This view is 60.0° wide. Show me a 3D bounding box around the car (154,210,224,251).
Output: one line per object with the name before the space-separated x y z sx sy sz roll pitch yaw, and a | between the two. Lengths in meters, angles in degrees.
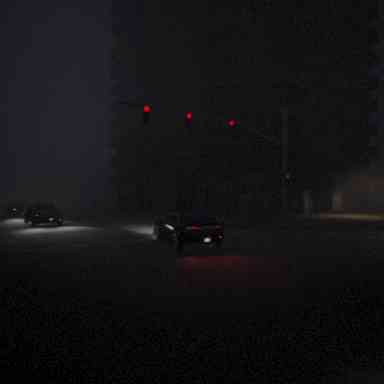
car | -0.286 1.513 14.283 2.128 1.511 4.902 0 0 -20

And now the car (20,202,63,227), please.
car | -10.516 1.518 23.443 1.837 1.490 4.892 0 0 -36

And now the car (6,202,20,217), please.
car | -16.329 1.613 31.528 1.895 1.301 4.718 0 0 -36
